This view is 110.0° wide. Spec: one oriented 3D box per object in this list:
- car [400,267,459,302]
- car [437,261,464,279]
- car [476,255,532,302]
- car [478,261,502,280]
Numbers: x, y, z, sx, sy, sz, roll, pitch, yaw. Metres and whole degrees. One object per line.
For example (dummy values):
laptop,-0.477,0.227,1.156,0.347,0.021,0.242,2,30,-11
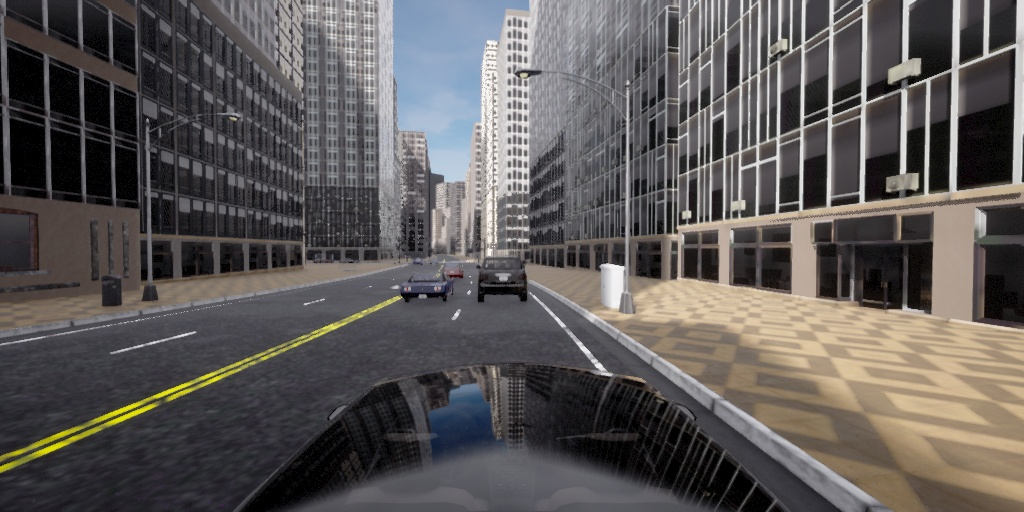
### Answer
car,-3.765,1.357,16.784,1.895,1.301,4.718,0,0,-4
car,-5.279,1.299,31.786,1.994,1.385,4.181,0,0,-8
car,-0.523,0.995,17.001,2.150,2.045,5.566,0,0,-4
car,-2.058,1.252,32.219,1.812,1.442,4.674,0,0,-8
